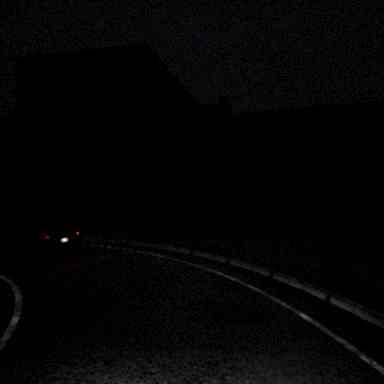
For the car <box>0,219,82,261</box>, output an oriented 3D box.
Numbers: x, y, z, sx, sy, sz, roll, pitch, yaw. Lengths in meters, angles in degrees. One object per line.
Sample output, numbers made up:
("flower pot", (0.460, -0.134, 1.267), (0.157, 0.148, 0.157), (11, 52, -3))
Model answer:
("car", (-6.334, 1.772, 13.264), (4.181, 1.385, 1.994), (-2, -1, 34))
